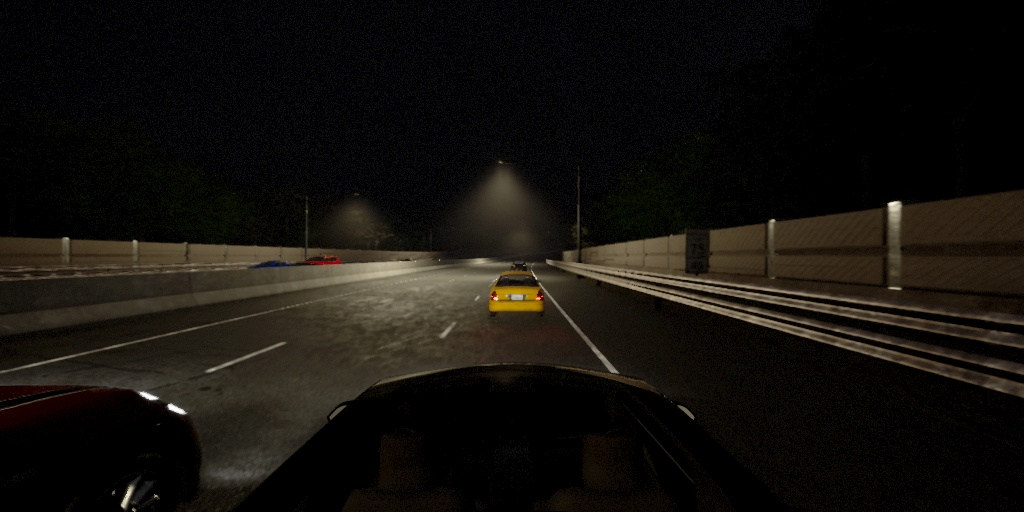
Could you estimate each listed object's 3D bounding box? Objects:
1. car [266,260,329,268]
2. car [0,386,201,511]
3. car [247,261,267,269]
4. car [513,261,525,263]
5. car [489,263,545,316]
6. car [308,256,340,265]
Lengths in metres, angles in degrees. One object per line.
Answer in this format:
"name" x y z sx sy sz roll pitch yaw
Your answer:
"car" -17.242 1.273 29.165 1.812 1.442 4.674 0 0 1
"car" -3.387 1.101 0.790 2.097 1.767 4.553 0 0 0
"car" -24.062 1.224 35.864 1.882 1.535 5.008 0 0 2
"car" 0.860 1.286 42.559 2.128 1.511 4.902 0 0 2
"car" 0.178 1.205 13.245 1.801 1.575 5.366 0 0 1
"car" -20.487 0.978 38.319 2.150 2.045 5.566 0 0 2
